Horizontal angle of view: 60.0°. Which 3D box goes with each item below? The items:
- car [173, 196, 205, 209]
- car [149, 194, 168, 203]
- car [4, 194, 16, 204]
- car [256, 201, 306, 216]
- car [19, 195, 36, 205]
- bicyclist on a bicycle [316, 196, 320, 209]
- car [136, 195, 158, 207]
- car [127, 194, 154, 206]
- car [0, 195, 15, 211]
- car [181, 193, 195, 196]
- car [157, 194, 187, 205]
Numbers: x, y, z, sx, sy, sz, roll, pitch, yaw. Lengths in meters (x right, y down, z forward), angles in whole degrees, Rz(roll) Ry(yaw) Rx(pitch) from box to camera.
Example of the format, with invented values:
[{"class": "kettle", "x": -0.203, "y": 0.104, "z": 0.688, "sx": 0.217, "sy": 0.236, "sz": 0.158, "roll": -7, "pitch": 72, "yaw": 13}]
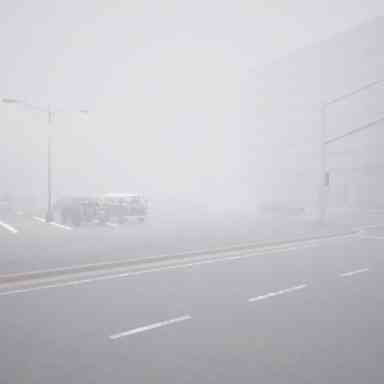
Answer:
[{"class": "car", "x": -0.208, "y": 1.656, "z": 47.347, "sx": 1.895, "sy": 1.301, "sz": 4.718, "roll": 0, "pitch": 0, "yaw": -35}, {"class": "car", "x": -7.056, "y": 1.407, "z": 69.343, "sx": 2.097, "sy": 1.767, "sz": 4.553, "roll": 0, "pitch": 0, "yaw": -35}, {"class": "car", "x": -29.725, "y": 1.212, "z": 53.694, "sx": 1.905, "sy": 1.878, "sz": 3.866, "roll": 0, "pitch": 0, "yaw": -35}, {"class": "car", "x": 9.053, "y": 1.602, "z": 34.350, "sx": 2.033, "sy": 1.411, "sz": 5.357, "roll": 0, "pitch": 0, "yaw": -36}, {"class": "car", "x": -27.331, "y": 1.209, "z": 55.321, "sx": 1.932, "sy": 1.855, "sz": 4.605, "roll": 0, "pitch": 0, "yaw": -35}, {"class": "bicyclist on a bicycle", "x": 16.475, "y": 1.356, "z": 42.858, "sx": 1.656, "sy": 1.620, "sz": 0.582, "roll": 0, "pitch": 0, "yaw": -35}, {"class": "car", "x": -8.989, "y": 1.547, "z": 66.007, "sx": 2.128, "sy": 1.511, "sz": 4.902, "roll": 0, "pitch": 0, "yaw": -35}, {"class": "car", "x": -9.356, "y": 1.064, "z": 60.339, "sx": 2.097, "sy": 1.767, "sz": 4.553, "roll": 0, "pitch": 0, "yaw": -35}, {"class": "car", "x": -21.843, "y": 1.451, "z": 37.873, "sx": 1.970, "sy": 1.475, "sz": 3.806, "roll": 0, "pitch": 0, "yaw": -35}, {"class": "car", "x": -1.521, "y": 1.277, "z": 61.582, "sx": 2.150, "sy": 2.045, "sz": 5.566, "roll": 0, "pitch": 0, "yaw": -35}, {"class": "car", "x": -3.574, "y": 1.533, "z": 58.429, "sx": 1.882, "sy": 1.535, "sz": 5.008, "roll": 0, "pitch": 0, "yaw": -36}]
